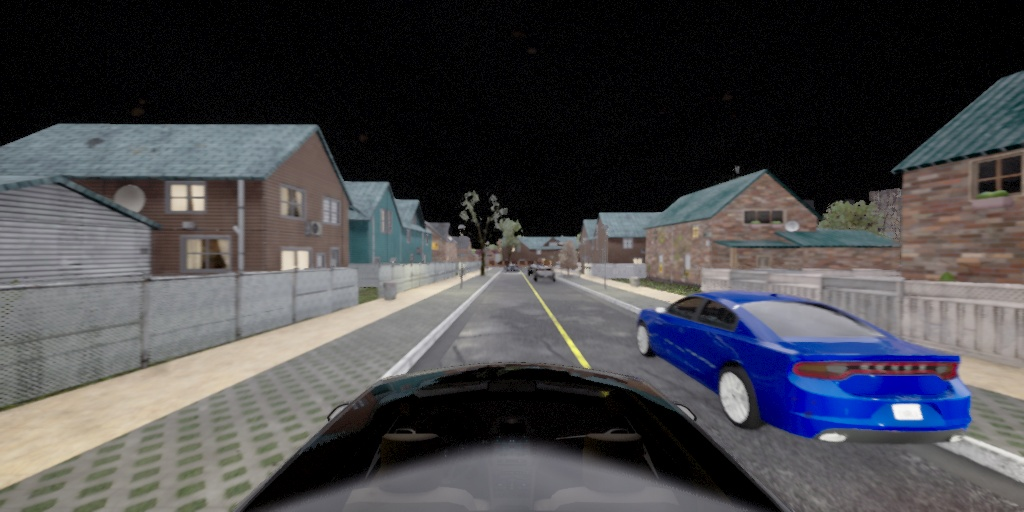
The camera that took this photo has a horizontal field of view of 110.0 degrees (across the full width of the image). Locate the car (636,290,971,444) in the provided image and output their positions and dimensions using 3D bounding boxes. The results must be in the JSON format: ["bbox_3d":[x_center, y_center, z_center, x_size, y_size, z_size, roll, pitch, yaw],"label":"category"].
[{"bbox_3d":[3.573,1.276,5.715,1.882,1.535,5.008,0,0,0],"label":"car"}]

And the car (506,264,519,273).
[{"bbox_3d":[0.075,1.822,54.074,1.994,1.385,4.181,0,-1,0],"label":"car"}]

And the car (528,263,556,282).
[{"bbox_3d":[2.857,1.528,32.575,2.128,1.511,4.902,0,-1,0],"label":"car"}]

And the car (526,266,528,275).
[{"bbox_3d":[2.832,1.634,44.031,1.882,1.535,5.008,0,0,1],"label":"car"}]
